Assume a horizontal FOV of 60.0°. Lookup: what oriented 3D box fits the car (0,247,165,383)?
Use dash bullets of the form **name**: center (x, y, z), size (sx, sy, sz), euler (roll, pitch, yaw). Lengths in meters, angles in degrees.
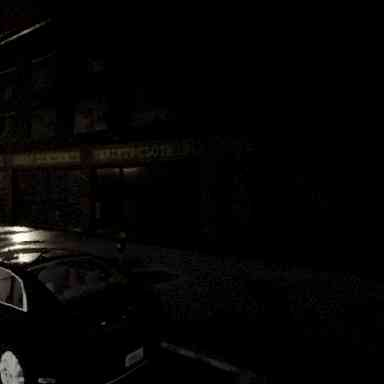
- **car**: center (-2.392, 1.486, 4.772), size (4.403, 1.369, 2.008), euler (1, 1, 35)
